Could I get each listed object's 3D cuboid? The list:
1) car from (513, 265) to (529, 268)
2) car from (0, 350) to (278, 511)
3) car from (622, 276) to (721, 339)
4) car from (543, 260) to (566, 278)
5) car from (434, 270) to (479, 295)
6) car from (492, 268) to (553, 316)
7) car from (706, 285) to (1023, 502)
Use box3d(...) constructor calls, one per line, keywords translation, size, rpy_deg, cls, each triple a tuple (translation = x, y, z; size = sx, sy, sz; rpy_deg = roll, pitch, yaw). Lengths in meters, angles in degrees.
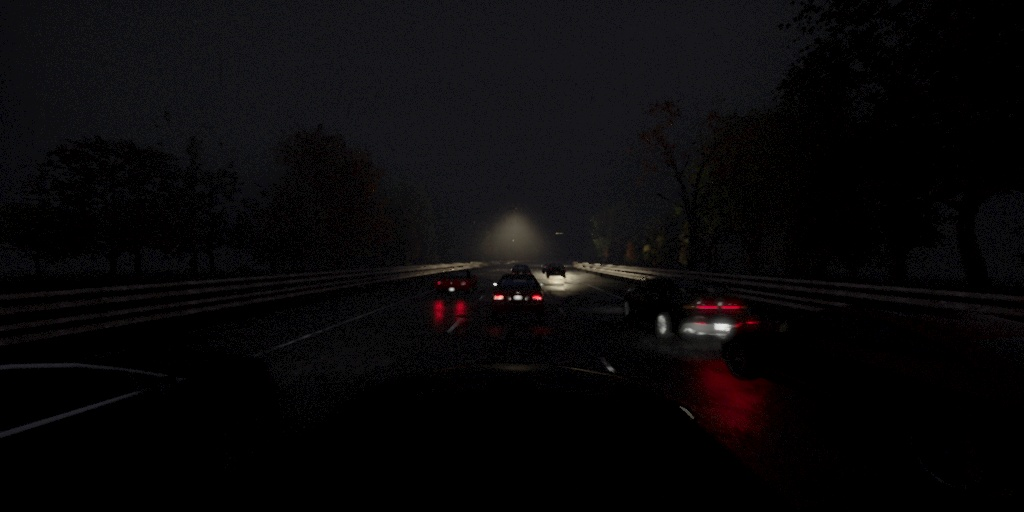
box3d(translation=(0.822, 1.506, 32.438), size=(2.033, 1.411, 5.357), rpy_deg=(0, 0, 2), cls="car")
box3d(translation=(-3.390, 1.236, 1.823), size=(2.128, 1.511, 4.902), rpy_deg=(0, 0, 0), cls="car")
box3d(translation=(4.616, 1.319, 10.246), size=(1.837, 1.490, 4.892), rpy_deg=(0, 0, 1), cls="car")
box3d(translation=(4.539, 1.481, 37.706), size=(1.882, 1.535, 5.008), rpy_deg=(0, 0, 3), cls="car")
box3d(translation=(-3.088, 1.473, 20.983), size=(1.895, 1.301, 4.718), rpy_deg=(0, 0, 2), cls="car")
box3d(translation=(0.237, 1.376, 13.772), size=(2.033, 1.411, 5.357), rpy_deg=(0, 0, 1), cls="car")
box3d(translation=(4.553, 1.301, 4.321), size=(1.812, 1.442, 4.674), rpy_deg=(0, 0, 0), cls="car")
